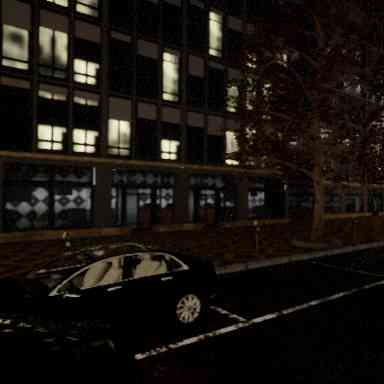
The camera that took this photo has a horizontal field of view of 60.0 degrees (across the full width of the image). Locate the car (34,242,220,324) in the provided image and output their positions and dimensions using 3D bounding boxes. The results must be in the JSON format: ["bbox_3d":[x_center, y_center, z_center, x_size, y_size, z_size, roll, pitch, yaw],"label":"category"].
[{"bbox_3d":[-1.529,1.567,5.466,4.403,1.369,2.008,1,0,-35],"label":"car"}]

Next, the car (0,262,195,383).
[{"bbox_3d":[-2.429,1.515,1.646,4.674,1.442,1.812,1,0,-35],"label":"car"}]
